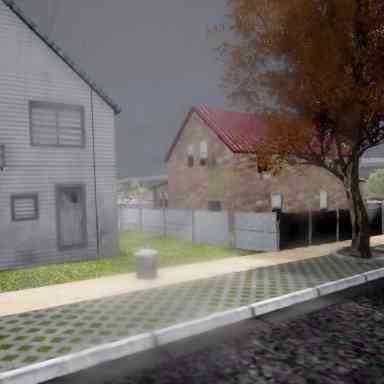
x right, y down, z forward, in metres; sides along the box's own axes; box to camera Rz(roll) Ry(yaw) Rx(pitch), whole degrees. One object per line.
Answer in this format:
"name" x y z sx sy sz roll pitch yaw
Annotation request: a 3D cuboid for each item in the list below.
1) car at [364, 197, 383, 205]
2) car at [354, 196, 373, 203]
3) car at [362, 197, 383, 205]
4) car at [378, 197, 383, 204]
"car" 28.564 1.846 53.026 2.128 1.511 4.902 -2 -1 1
"car" 38.578 1.680 74.973 1.895 1.301 4.718 -2 0 0
"car" 35.242 1.746 64.825 1.812 1.442 4.674 -2 0 0
"car" 38.491 1.630 64.930 1.812 1.442 4.674 -2 0 0
